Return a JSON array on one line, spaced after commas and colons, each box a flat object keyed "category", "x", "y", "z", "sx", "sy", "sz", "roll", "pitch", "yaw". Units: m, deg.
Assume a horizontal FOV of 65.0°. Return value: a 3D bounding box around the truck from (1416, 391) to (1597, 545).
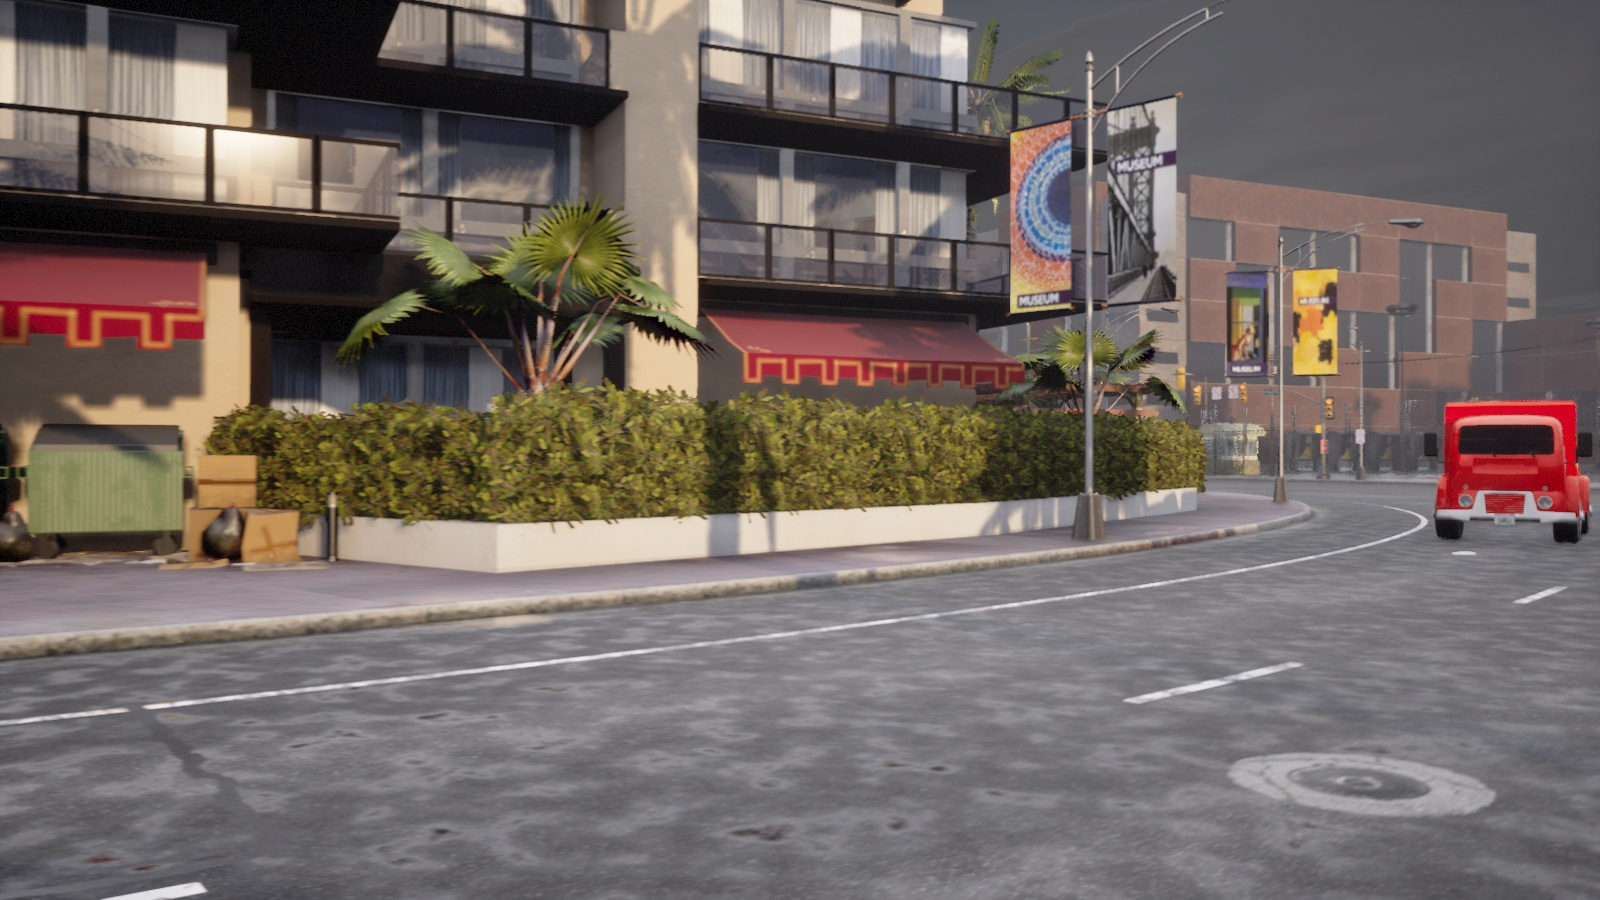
[{"category": "truck", "x": 13.045, "y": 0.297, "z": 23.075, "sx": 2.627, "sy": 2.467, "sz": 5.204, "roll": 0, "pitch": 0, "yaw": 32}]
